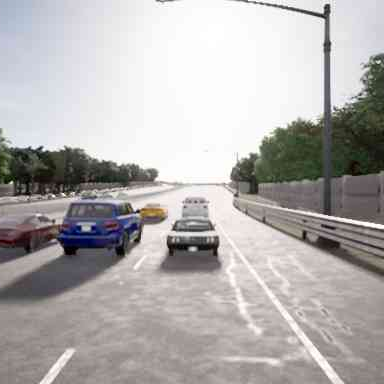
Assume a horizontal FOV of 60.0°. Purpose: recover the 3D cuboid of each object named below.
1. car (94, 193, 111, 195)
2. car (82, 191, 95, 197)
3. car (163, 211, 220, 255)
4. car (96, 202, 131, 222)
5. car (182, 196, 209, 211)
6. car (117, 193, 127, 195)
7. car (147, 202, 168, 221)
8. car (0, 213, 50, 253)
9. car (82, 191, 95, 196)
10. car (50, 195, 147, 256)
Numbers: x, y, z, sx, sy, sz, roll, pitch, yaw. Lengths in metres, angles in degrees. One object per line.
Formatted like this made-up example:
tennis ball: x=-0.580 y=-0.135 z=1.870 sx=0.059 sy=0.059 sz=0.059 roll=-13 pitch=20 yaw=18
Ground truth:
car: x=-18.893 y=0.944 z=72.679 sx=2.033 sy=1.411 sz=5.357 roll=0 pitch=1 yaw=3
car: x=-24.984 y=0.418 z=80.517 sx=1.812 sy=1.442 sz=4.674 roll=0 pitch=2 yaw=1
car: x=0.058 y=1.683 z=13.677 sx=1.895 sy=1.301 sz=4.718 roll=0 pitch=0 yaw=1
car: x=-6.687 y=1.676 z=28.867 sx=1.994 sy=1.385 sz=4.181 roll=0 pitch=0 yaw=1
car: x=0.300 y=1.327 z=28.428 sx=2.150 sy=2.045 sz=5.566 roll=0 pitch=0 yaw=1
car: x=-15.400 y=0.902 z=72.471 sx=1.837 sy=1.490 sz=4.892 roll=0 pitch=1 yaw=3
car: x=-3.184 y=1.588 z=28.943 sx=1.882 sy=1.535 sz=5.008 roll=0 pitch=0 yaw=1
car: x=-6.935 y=1.610 z=14.028 sx=1.812 sy=1.442 sz=4.674 roll=0 pitch=0 yaw=1
car: x=-22.386 y=0.761 z=72.913 sx=2.097 sy=1.767 sz=4.553 roll=0 pitch=1 yaw=3
car: x=-3.444 y=1.299 z=13.613 sx=2.150 sy=2.045 sz=5.566 roll=0 pitch=0 yaw=1
